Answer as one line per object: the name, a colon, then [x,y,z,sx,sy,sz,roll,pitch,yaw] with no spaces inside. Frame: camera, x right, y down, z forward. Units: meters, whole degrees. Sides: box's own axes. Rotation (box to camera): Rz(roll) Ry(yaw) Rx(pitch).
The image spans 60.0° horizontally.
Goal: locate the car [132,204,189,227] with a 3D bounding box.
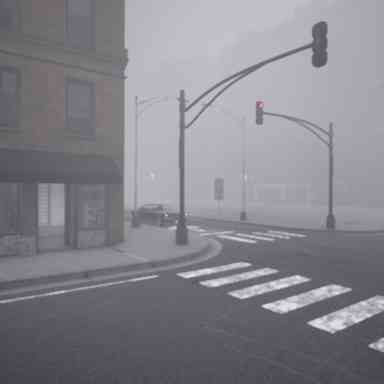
car: [-2.179,1.464,22.020,1.895,1.301,4.718,0,0,-35]
